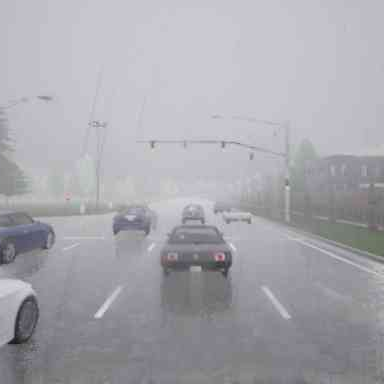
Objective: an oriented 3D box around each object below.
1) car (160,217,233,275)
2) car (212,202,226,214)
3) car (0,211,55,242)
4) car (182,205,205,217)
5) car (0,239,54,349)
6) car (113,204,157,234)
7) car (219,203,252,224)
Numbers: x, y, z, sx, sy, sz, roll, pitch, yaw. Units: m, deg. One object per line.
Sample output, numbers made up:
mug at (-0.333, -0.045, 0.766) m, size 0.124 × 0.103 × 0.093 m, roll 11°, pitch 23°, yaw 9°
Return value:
car at (0.108, 1.697, 10.699) m, size 1.895 × 1.301 × 4.718 m, roll 0°, pitch -1°, yaw 0°
car at (3.590, 1.915, 41.175) m, size 2.033 × 1.411 × 5.357 m, roll 0°, pitch 0°, yaw 1°
car at (-6.893, 1.463, 12.329) m, size 2.097 × 1.767 × 4.553 m, roll 0°, pitch 0°, yaw 0°
car at (0.118, 1.800, 28.237) m, size 2.033 × 1.411 × 5.357 m, roll 0°, pitch 0°, yaw 0°
car at (-3.398, 1.558, 3.526) m, size 1.812 × 1.442 × 4.674 m, roll 0°, pitch -1°, yaw 0°
car at (-3.386, 1.534, 20.493) m, size 2.097 × 1.767 × 4.553 m, roll 0°, pitch -1°, yaw 0°
car at (3.578, 1.843, 27.018) m, size 1.895 × 1.301 × 4.718 m, roll 0°, pitch -1°, yaw 0°
